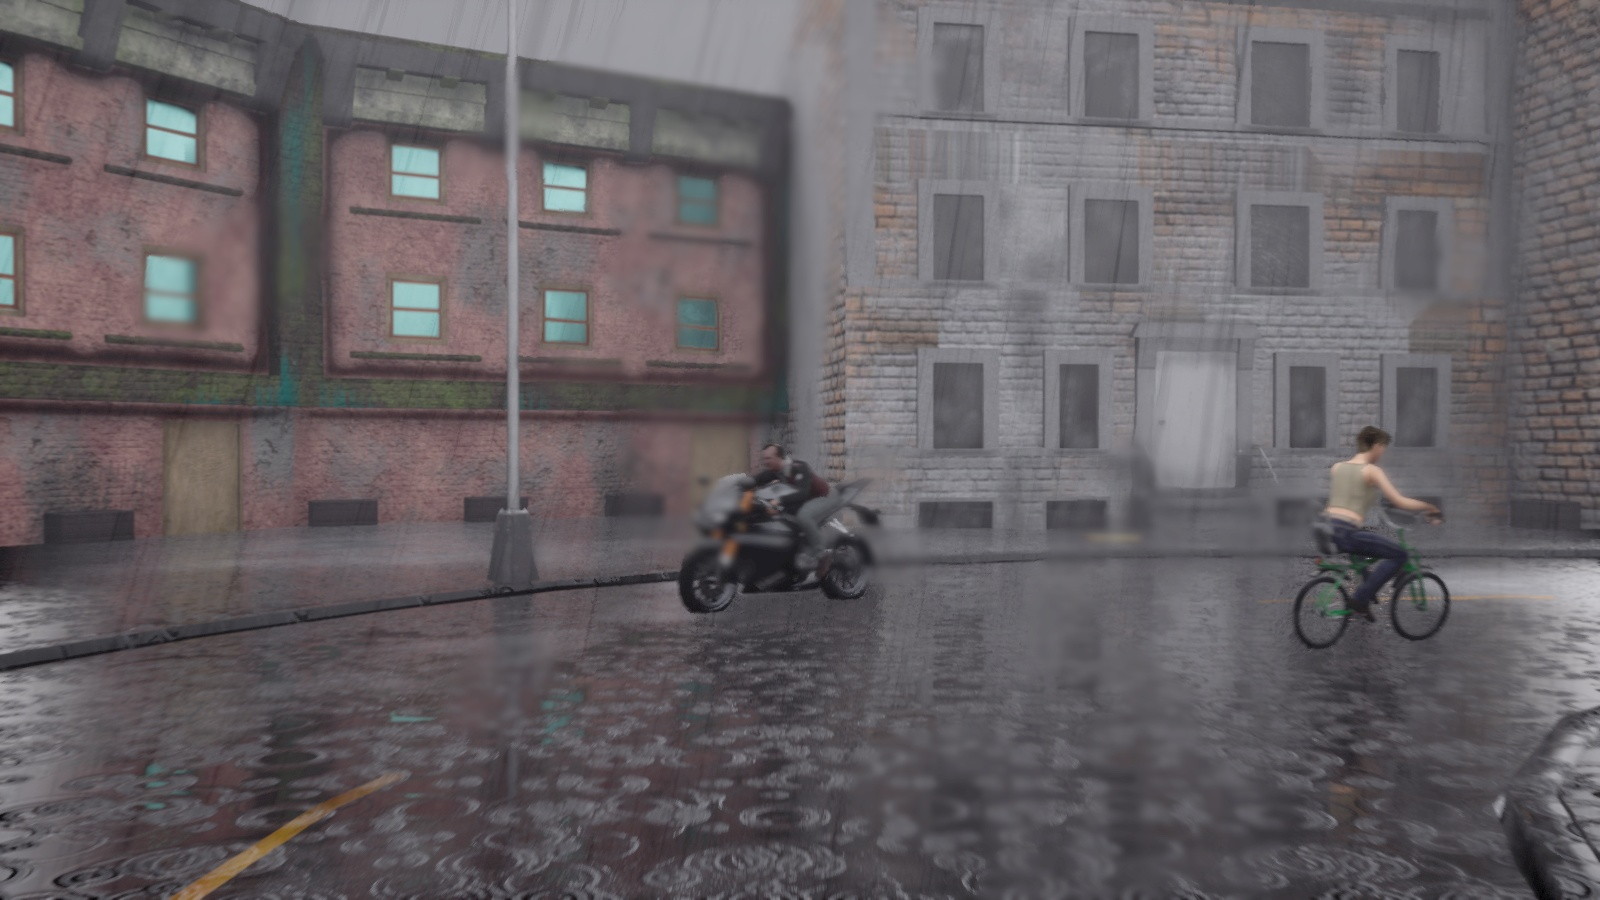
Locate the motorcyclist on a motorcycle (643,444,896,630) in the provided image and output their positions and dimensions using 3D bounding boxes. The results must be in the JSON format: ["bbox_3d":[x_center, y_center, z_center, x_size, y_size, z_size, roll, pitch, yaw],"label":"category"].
[{"bbox_3d":[-0.245,0.719,11.417,2.191,1.530,0.866,0,2,-37],"label":"motorcyclist on a motorcycle"}]

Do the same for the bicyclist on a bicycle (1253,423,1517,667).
[{"bbox_3d":[4.242,0.636,9.137,1.509,1.612,0.866,0,4,-22],"label":"bicyclist on a bicycle"}]

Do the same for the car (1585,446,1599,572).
[{"bbox_3d":[11.412,0.690,13.977,4.193,1.474,1.816,0,0,0],"label":"car"}]
